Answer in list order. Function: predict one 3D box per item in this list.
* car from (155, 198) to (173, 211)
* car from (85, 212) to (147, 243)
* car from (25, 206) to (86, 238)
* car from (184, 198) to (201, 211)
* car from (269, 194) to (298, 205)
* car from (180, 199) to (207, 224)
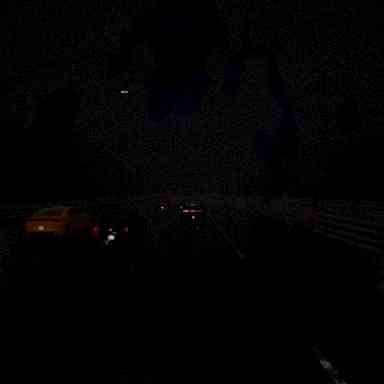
[{"bbox_3d":[-3.405,1.542,40.793,1.837,1.490,4.892,0,0,0],"label":"car"},{"bbox_3d":[-3.396,1.613,16.247,1.895,1.301,4.718,0,0,0],"label":"car"},{"bbox_3d":[-6.903,1.491,17.686,1.882,1.535,5.008,0,0,0],"label":"car"},{"bbox_3d":[0.095,1.587,42.819,2.033,1.411,5.357,0,0,0],"label":"car"},{"bbox_3d":[13.333,1.369,48.565,2.150,2.045,5.566,0,0,-14],"label":"car"},{"bbox_3d":[0.096,1.512,25.084,2.128,1.511,4.902,0,0,0],"label":"car"}]
